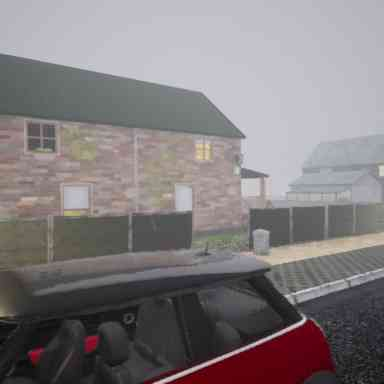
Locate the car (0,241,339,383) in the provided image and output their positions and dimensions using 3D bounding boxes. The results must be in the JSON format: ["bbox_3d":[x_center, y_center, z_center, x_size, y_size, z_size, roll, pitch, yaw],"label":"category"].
[{"bbox_3d":[-1.007,1.352,2.352,4.553,1.767,2.097,0,0,-36],"label":"car"}]
